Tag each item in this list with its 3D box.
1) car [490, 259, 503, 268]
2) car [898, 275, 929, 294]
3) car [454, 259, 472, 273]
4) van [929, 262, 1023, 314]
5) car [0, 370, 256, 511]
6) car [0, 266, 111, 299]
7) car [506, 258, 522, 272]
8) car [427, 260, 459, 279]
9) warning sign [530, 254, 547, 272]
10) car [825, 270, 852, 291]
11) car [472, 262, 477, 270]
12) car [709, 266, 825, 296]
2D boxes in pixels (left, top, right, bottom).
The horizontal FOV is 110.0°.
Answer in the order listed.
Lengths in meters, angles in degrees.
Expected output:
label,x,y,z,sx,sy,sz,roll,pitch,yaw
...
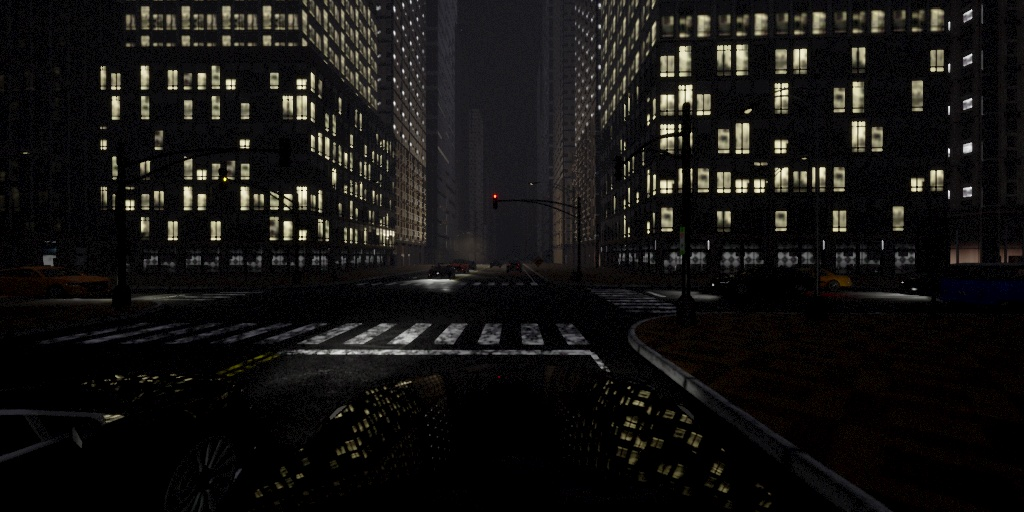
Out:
label,x,y,z,sx,sy,sz,roll,pitch,yaw
car,-2.896,1.369,63.777,1.837,1.490,4.892,0,0,0
car,23.455,1.323,18.442,5.357,1.411,2.033,0,0,2
car,-6.430,1.154,43.342,2.097,1.767,4.553,0,0,0
van,18.403,1.120,13.118,3.998,1.789,1.690,0,0,2
car,-3.154,1.241,1.148,2.128,1.511,4.902,0,0,0
car,-22.322,1.237,17.166,5.008,1.535,1.882,0,0,0
car,0.283,1.303,47.041,2.128,1.511,4.902,0,0,0
car,-6.471,1.345,33.345,1.994,1.385,4.181,0,0,0
warning sign,3.011,0.912,41.340,1.300,1.860,1.060,0,0,0
car,17.166,1.295,21.295,4.829,1.417,1.751,0,0,2
car,-6.383,1.378,53.839,2.033,1.411,5.357,0,0,0
car,13.055,1.274,18.861,4.892,1.490,1.837,0,0,2
